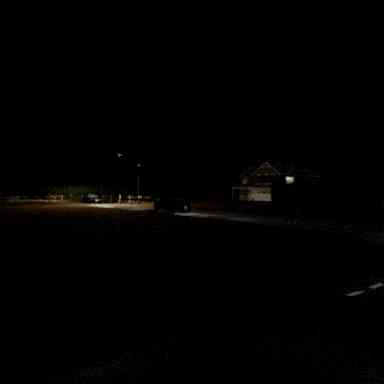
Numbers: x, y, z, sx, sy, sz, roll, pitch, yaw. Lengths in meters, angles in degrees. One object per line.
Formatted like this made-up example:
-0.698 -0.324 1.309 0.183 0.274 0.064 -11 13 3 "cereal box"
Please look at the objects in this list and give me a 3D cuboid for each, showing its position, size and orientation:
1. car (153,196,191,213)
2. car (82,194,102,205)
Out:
-1.979 1.150 31.965 2.128 1.511 4.902 1 0 -36 "car"
-15.272 1.127 50.514 2.128 1.511 4.902 1 -1 -36 "car"
